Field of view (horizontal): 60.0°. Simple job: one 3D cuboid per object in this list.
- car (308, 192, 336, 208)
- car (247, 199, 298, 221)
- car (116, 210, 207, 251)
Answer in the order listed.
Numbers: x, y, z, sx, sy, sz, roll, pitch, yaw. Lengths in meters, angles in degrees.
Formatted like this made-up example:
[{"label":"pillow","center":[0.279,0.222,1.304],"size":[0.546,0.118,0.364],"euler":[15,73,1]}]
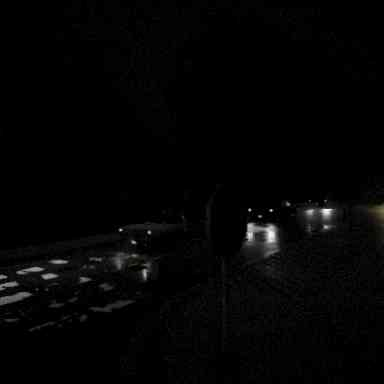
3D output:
[{"label":"car","center":[12.991,0.747,32.964],"size":[1.812,1.442,4.674],"euler":[-1,1,35]},{"label":"car","center":[5.495,1.160,22.499],"size":[1.895,1.301,4.718],"euler":[-1,1,36]},{"label":"car","center":[-0.819,1.435,13.665],"size":[1.895,1.301,4.718],"euler":[-1,1,36]}]
